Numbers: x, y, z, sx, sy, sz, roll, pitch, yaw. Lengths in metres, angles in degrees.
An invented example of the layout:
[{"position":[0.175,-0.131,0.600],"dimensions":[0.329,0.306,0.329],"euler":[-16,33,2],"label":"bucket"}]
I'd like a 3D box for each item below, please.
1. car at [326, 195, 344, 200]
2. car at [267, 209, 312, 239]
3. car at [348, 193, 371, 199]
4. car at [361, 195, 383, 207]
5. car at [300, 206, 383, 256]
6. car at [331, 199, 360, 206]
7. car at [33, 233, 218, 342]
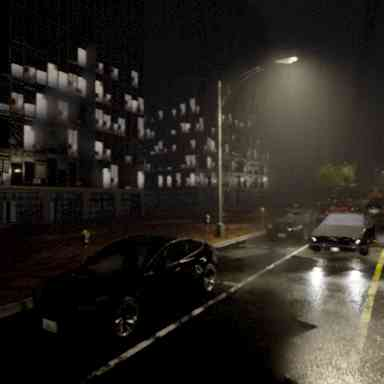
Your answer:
[{"position":[36.487,1.410,84.791],"dimensions":[2.008,1.369,4.403],"euler":[1,-1,-38],"label":"car"},{"position":[5.151,1.536,16.411],"dimensions":[1.947,1.339,4.313],"euler":[0,1,33],"label":"car"},{"position":[39.920,1.320,80.378],"dimensions":[1.947,1.339,4.313],"euler":[1,-1,-38],"label":"car"},{"position":[21.766,1.366,39.165],"dimensions":[1.947,1.339,4.313],"euler":[0,1,39],"label":"car"},{"position":[6.172,1.493,13.235],"dimensions":[2.033,1.411,5.357],"euler":[-1,0,33],"label":"car"},{"position":[11.592,1.484,25.751],"dimensions":[1.802,1.307,4.206],"euler":[0,1,36],"label":"car"},{"position":[-0.975,1.599,6.796],"dimensions":[1.947,1.339,4.313],"euler":[0,1,31],"label":"car"}]
